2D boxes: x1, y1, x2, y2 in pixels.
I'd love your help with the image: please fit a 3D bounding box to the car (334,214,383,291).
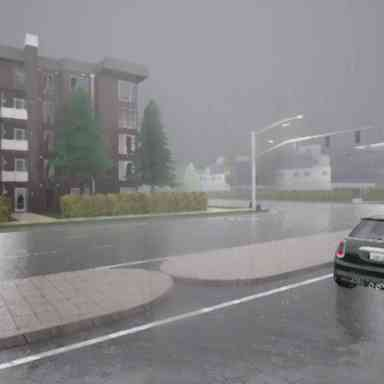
[{"bbox_3d":[5.328,1.252,7.672,4.553,1.767,2.097,-1,0,-35],"label":"car"}]
